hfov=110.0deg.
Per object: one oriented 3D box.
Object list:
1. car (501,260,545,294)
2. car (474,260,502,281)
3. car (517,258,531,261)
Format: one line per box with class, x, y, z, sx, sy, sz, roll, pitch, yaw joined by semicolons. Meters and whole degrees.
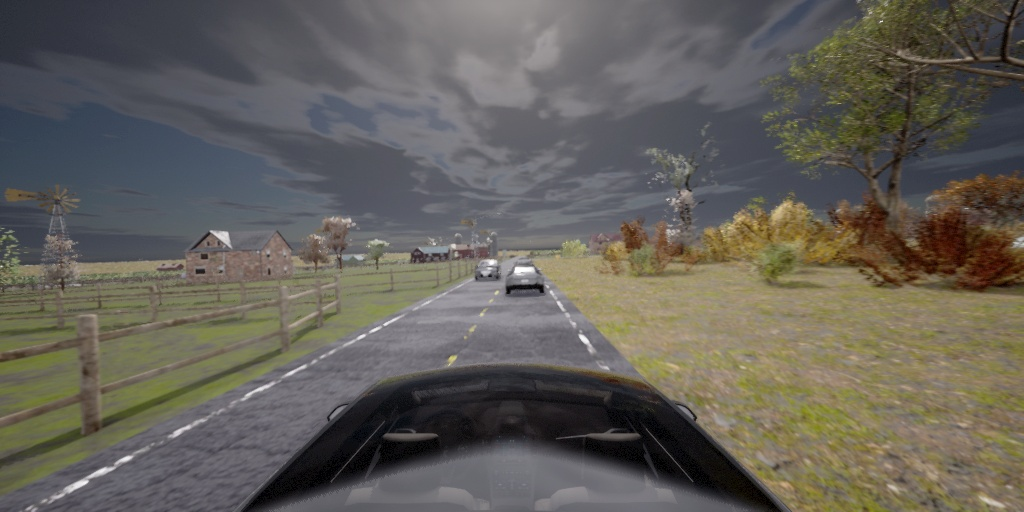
car;0.691;1.138;19.237;1.994;1.385;4.181;-2;1;2
car;-1.825;1.079;28.480;2.128;1.511;4.902;-2;0;2
car;1.231;0.933;35.434;1.837;1.490;4.892;-2;1;2
